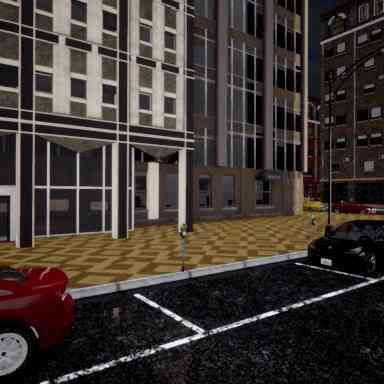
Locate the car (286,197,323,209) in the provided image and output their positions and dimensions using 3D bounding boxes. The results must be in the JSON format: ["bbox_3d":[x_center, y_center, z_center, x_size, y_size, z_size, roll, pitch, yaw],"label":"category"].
[{"bbox_3d":[15.625,1.500,46.401,1.752,1.417,4.829,0,0,-36],"label":"car"}]

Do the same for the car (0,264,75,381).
[{"bbox_3d":[-3.756,1.545,3.874,4.507,1.381,1.887,0,0,-36],"label":"car"}]

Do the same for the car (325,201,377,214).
[{"bbox_3d":[15.538,1.535,32.174,1.802,1.307,4.206,0,0,-36],"label":"car"}]

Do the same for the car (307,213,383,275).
[{"bbox_3d":[5.494,1.567,10.497,4.313,1.339,1.947,0,0,-36],"label":"car"}]

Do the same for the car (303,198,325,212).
[{"bbox_3d":[12.331,1.468,36.633,1.752,1.417,4.829,0,0,-36],"label":"car"}]
